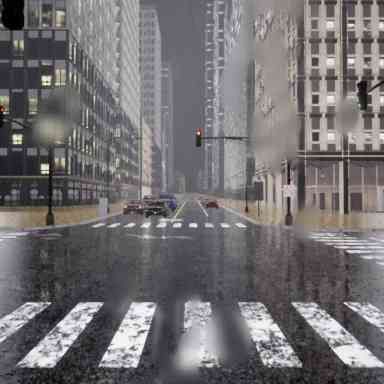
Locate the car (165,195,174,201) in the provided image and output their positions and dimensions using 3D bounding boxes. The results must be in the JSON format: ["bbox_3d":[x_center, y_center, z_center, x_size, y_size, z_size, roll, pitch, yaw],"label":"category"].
[{"bbox_3d":[-5.719,1.578,83.922,1.887,1.381,4.507,1,0,0],"label":"car"}]

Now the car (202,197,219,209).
[{"bbox_3d":[2.680,1.599,44.962,1.802,1.307,4.206,1,0,0],"label":"car"}]

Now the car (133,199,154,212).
[{"bbox_3d":[-5.697,1.597,39.321,1.802,1.307,4.206,1,0,0],"label":"car"}]

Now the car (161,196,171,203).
[{"bbox_3d":[-5.713,1.573,72.771,1.887,1.381,4.507,1,0,0],"label":"car"}]

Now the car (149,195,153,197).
[{"bbox_3d":[-5.694,1.332,44.896,2.192,1.841,5.009,1,0,0],"label":"car"}]

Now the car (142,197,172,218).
[{"bbox_3d":[-3.116,1.516,30.429,1.837,1.490,4.892,0,0,0],"label":"car"}]

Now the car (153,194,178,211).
[{"bbox_3d":[-3.115,1.238,40.729,2.150,2.045,5.566,0,0,0],"label":"car"}]

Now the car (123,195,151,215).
[{"bbox_3d":[-5.691,1.453,33.745,1.967,1.590,4.097,1,0,0],"label":"car"}]

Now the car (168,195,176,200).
[{"bbox_3d":[-5.725,1.605,95.072,1.947,1.339,4.313,1,0,0],"label":"car"}]

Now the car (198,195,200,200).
[{"bbox_3d":[2.672,1.590,61.695,1.947,1.339,4.313,1,0,0],"label":"car"}]

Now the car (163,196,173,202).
[{"bbox_3d":[-5.716,1.582,78.347,2.008,1.369,4.403,1,0,0],"label":"car"}]

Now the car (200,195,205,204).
[{"bbox_3d":[2.676,1.547,56.288,1.752,1.417,4.829,1,0,0],"label":"car"}]

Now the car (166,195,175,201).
[{"bbox_3d":[-5.722,1.587,89.497,2.008,1.369,4.403,1,0,0],"label":"car"}]

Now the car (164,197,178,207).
[{"bbox_3d":[-3.113,1.524,51.173,1.837,1.490,4.892,0,0,0],"label":"car"}]
